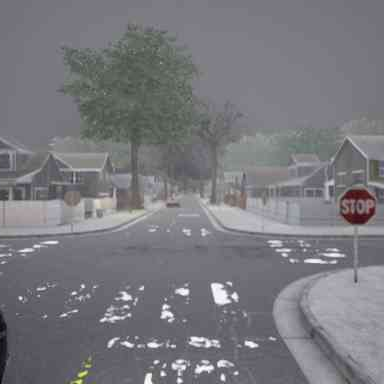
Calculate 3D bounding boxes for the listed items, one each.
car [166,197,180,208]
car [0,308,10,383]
[{"bbox_3d":[-2.649,1.468,46.980,1.882,1.535,5.008,0,0,0],"label":"car"},{"bbox_3d":[-2.748,1.492,1.361,2.128,1.511,4.902,0,0,0],"label":"car"}]
